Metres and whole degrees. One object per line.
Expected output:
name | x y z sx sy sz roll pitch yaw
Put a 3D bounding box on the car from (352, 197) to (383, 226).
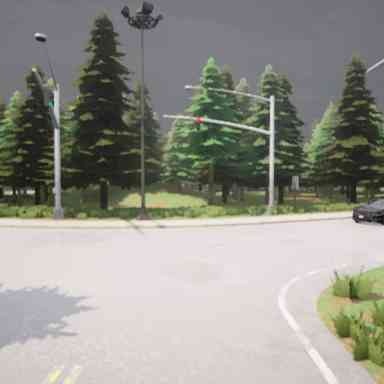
car | 11.280 1.005 18.738 5.008 1.535 1.882 -1 2 -25
